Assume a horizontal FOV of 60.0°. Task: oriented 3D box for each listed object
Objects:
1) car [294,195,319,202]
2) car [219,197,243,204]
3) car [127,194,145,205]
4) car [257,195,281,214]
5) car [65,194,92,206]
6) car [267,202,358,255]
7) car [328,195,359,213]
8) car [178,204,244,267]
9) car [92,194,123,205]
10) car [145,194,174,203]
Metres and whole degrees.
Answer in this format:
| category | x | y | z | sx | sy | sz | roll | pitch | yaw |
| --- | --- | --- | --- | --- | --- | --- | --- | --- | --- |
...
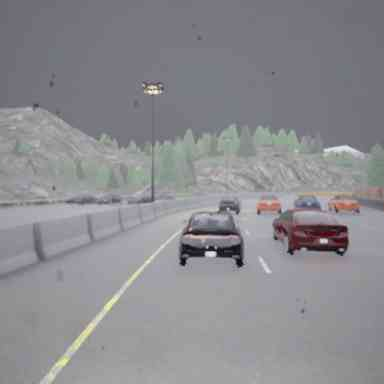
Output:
| category | x | y | z | sx | sy | sz | roll | pitch | yaw |
| --- | --- | --- | --- | --- | --- | --- | --- | --- | --- |
| car | 10.925 | 1.050 | 31.801 | 2.097 | 1.767 | 4.553 | 0 | 1 | 12 |
| car | 3.599 | 1.191 | 31.092 | 1.837 | 1.490 | 4.892 | 0 | 1 | 12 |
| car | -7.280 | 1.029 | 45.969 | 1.812 | 1.442 | 4.674 | 0 | 1 | 17 |
| car | 7.226 | 1.045 | 31.282 | 2.097 | 1.767 | 4.553 | 0 | 1 | 12 |
| car | -14.833 | 1.040 | 45.056 | 2.033 | 1.411 | 5.357 | 0 | 1 | 15 |
| car | 4.328 | 1.355 | 12.840 | 1.882 | 1.535 | 5.008 | 0 | 1 | 5 |
| car | 14.639 | 1.054 | 32.316 | 2.097 | 1.767 | 4.553 | 0 | 1 | 13 |
| car | 0.673 | 1.377 | 11.052 | 2.128 | 1.511 | 4.902 | 0 | 1 | 4 |
| car | -11.110 | 1.003 | 45.244 | 1.837 | 1.490 | 4.892 | 0 | 1 | 16 |
| car | -3.949 | 1.013 | 44.868 | 2.128 | 1.511 | 4.902 | 0 | 1 | 17 |
